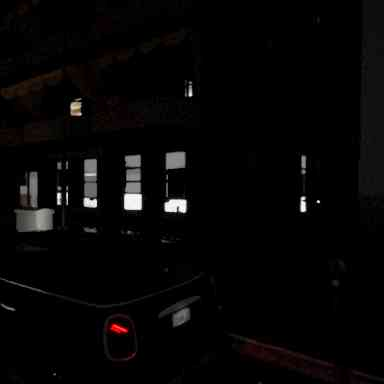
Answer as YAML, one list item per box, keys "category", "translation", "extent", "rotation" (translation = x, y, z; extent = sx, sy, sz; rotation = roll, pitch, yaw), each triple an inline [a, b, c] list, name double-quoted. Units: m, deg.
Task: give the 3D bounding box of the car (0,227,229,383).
- category: "car"
  translation: [-1.838, 1.291, 4.706]
  extent: [4.553, 1.767, 2.097]
  rotation: [1, 1, 36]
